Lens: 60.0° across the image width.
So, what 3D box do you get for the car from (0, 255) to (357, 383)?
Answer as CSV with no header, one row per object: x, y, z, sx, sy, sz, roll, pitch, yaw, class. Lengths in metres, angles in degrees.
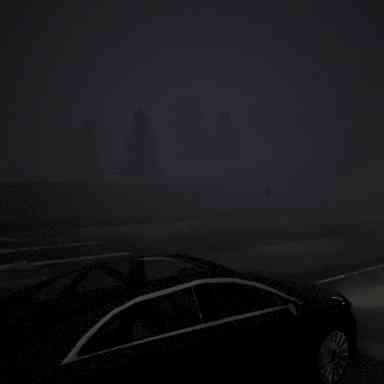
-0.096,1.490,3.684,4.902,1.511,2.128,0,0,-35,car
